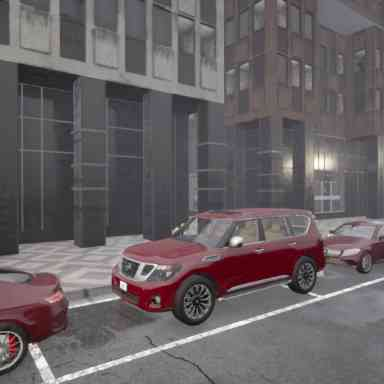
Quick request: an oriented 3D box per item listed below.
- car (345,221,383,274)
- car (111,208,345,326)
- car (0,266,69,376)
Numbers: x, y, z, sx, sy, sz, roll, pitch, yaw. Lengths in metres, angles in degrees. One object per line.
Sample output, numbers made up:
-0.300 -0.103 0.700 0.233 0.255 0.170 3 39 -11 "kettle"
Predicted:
5.420 1.581 10.496 4.206 1.307 1.802 0 0 -35 "car"
0.853 1.315 7.252 5.009 1.841 2.192 0 0 -35 "car"
-3.714 1.582 4.006 4.206 1.307 1.802 0 0 -35 "car"
